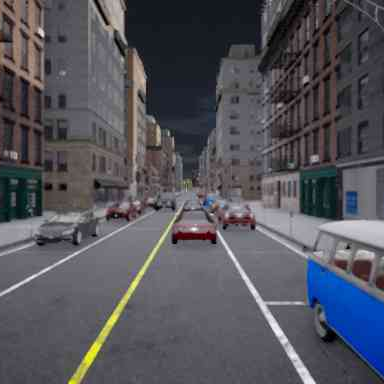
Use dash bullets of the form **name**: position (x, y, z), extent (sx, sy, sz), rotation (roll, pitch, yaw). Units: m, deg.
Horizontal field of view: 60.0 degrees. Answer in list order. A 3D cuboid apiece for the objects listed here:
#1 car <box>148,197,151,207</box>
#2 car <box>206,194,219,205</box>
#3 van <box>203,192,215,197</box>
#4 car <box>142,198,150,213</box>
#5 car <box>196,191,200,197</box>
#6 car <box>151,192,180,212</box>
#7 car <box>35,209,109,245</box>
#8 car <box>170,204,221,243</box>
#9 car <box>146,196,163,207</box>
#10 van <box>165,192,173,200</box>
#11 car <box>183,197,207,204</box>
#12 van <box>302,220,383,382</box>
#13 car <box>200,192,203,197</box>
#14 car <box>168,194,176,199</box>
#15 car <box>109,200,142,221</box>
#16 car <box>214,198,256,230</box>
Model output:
- **car**: position (-5.395, 1.359, 42.433), extent (1.887, 1.381, 4.507), rotation (0, 0, 0)
- **car**: position (2.632, 1.303, 31.412), extent (1.967, 1.590, 4.097), rotation (0, 0, 0)
- **van**: position (2.630, 1.155, 42.432), extent (1.690, 1.788, 3.998), rotation (0, 0, 0)
- **car**: position (-5.393, 1.445, 31.411), extent (1.802, 1.307, 4.206), rotation (0, 0, 0)
- **car**: position (2.691, 0.931, 85.314), extent (2.192, 1.841, 5.009), rotation (0, 0, 0)
- **car**: position (-2.849, 1.060, 37.009), extent (2.150, 2.045, 5.566), rotation (0, 0, 0)
- **car**: position (-5.391, 1.485, 14.877), extent (2.008, 1.369, 4.403), rotation (0, 0, 0)
- **car**: position (0.090, 1.494, 15.673), extent (1.994, 1.385, 4.181), rotation (0, 0, 0)
- **car**: position (-5.396, 1.355, 47.943), extent (1.947, 1.339, 4.313), rotation (0, 0, 0)
- **van**: position (-5.420, 0.983, 79.906), extent (1.690, 1.788, 3.998), rotation (0, 0, 0)
- **car**: position (0.089, 1.429, 30.869), extent (1.994, 1.385, 4.181), rotation (0, 0, 0)
- **van**: position (2.636, 1.323, 3.856), extent (1.690, 1.788, 3.998), rotation (0, 0, 0)
- **car**: position (2.629, 1.104, 47.944), extent (2.192, 1.841, 5.009), rotation (0, 0, 0)
- **car**: position (-5.419, 1.157, 90.719), extent (1.947, 1.339, 4.313), rotation (0, 0, 0)
- **car**: position (-5.392, 1.431, 25.899), extent (1.887, 1.381, 4.507), rotation (0, 0, 0)
- **car**: position (2.633, 1.351, 20.389), extent (1.967, 1.590, 4.097), rotation (0, 0, 0)
